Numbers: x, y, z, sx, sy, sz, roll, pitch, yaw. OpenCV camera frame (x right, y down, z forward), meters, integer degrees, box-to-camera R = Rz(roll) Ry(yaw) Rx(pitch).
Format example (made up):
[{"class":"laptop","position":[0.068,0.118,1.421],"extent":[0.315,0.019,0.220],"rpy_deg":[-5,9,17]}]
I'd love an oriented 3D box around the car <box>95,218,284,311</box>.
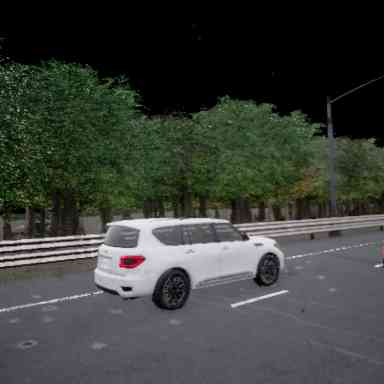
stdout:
[{"class":"car","position":[0.153,1.720,9.260],"extent":[5.566,2.045,2.150],"rpy_deg":[1,-4,-38]}]
